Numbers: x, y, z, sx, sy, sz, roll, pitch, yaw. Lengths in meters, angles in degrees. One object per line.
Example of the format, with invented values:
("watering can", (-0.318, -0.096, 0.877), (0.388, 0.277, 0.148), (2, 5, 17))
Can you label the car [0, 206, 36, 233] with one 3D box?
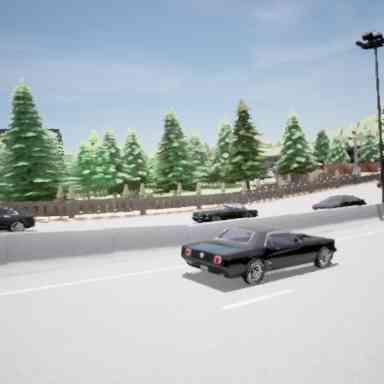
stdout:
("car", (-10.970, 1.512, 17.661), (4.892, 1.490, 1.837), (0, 0, -35))

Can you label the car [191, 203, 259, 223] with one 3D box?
("car", (2.279, 1.483, 22.813), (4.718, 1.301, 1.895), (-2, 1, -35))

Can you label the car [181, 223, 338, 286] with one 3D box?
("car", (2.111, 1.616, 9.551), (4.718, 1.301, 1.895), (0, 0, -36))

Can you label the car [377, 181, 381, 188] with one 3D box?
("car", (26.332, -1.320, 44.156), (4.181, 1.385, 1.994), (-8, 4, -34))

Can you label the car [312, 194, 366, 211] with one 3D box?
("car", (10.896, 0.975, 24.654), (5.008, 1.535, 1.882), (-4, 2, -35))
